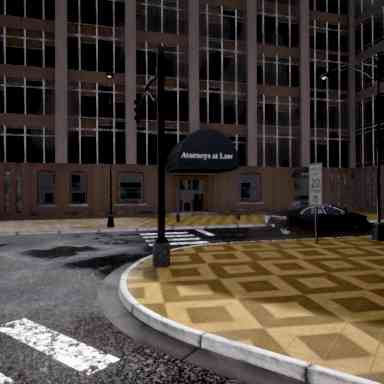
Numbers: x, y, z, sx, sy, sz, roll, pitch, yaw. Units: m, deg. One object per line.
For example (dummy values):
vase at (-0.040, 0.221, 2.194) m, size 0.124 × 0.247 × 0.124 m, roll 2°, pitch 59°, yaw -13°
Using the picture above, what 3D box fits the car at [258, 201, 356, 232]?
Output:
car at (6.484, 1.314, 18.922) m, size 4.902 × 1.511 × 2.128 m, roll 0°, pitch 0°, yaw -14°

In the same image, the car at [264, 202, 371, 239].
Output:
car at (6.087, 1.309, 15.887) m, size 4.902 × 1.511 × 2.128 m, roll 0°, pitch 0°, yaw -14°
